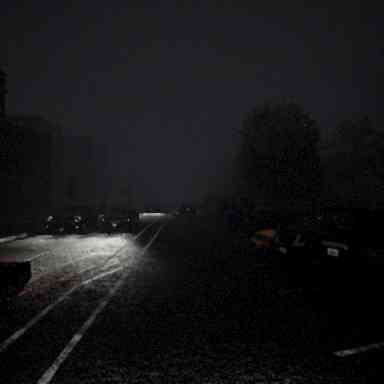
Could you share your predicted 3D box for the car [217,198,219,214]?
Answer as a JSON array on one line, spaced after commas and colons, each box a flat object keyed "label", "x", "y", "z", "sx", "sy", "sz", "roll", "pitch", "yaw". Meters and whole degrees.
[{"label": "car", "x": 4.903, "y": 1.599, "z": 28.082, "sx": 4.553, "sy": 1.767, "sz": 2.185, "roll": 1, "pitch": 0, "yaw": -21}]

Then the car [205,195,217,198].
[{"label": "car", "x": 4.528, "y": 1.689, "z": 45.862, "sx": 4.553, "sy": 1.767, "sz": 2.185, "roll": 1, "pitch": 0, "yaw": -22}]

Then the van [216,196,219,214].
[{"label": "van", "x": 4.933, "y": 1.520, "z": 31.082, "sx": 4.442, "sy": 1.987, "sz": 1.878, "roll": 1, "pitch": -1, "yaw": -21}]

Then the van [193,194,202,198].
[{"label": "van", "x": 3.297, "y": 1.615, "z": 72.495, "sx": 4.442, "sy": 1.987, "sz": 1.878, "roll": 1, "pitch": 0, "yaw": -24}]

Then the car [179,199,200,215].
[{"label": "car", "x": -0.487, "y": 1.862, "z": 37.705, "sx": 1.994, "sy": 1.385, "sz": 4.181, "roll": 0, "pitch": 0, "yaw": -1}]

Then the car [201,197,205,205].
[{"label": "car", "x": 4.383, "y": 1.871, "z": 51.811, "sx": 4.674, "sy": 1.452, "sz": 2.002, "roll": 1, "pitch": 0, "yaw": -22}]

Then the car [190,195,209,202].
[{"label": "car", "x": 2.065, "y": 1.730, "z": 90.312, "sx": 4.553, "sy": 1.767, "sz": 2.185, "roll": 1, "pitch": 0, "yaw": -25}]

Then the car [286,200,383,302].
[{"label": "car", "x": 5.224, "y": 1.300, "z": 7.373, "sx": 5.566, "sy": 2.045, "sz": 2.435, "roll": 1, "pitch": -1, "yaw": -21}]

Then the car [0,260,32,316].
[{"label": "car", "x": -4.308, "y": 1.649, "z": 4.868, "sx": 1.895, "sy": 1.301, "sz": 4.718, "roll": 0, "pitch": -1, "yaw": -1}]

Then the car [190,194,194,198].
[{"label": "car", "x": 3.042, "y": 1.837, "z": 75.433, "sx": 5.366, "sy": 1.575, "sz": 1.946, "roll": 1, "pitch": 0, "yaw": -24}]

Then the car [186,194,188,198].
[{"label": "car", "x": 1.845, "y": 1.862, "z": 93.278, "sx": 4.892, "sy": 1.521, "sz": 2.231, "roll": 1, "pitch": 0, "yaw": -25}]

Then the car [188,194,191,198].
[{"label": "car", "x": 2.606, "y": 1.597, "z": 84.415, "sx": 5.566, "sy": 2.045, "sz": 2.435, "roll": 1, "pitch": 0, "yaw": -25}]

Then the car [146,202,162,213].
[{"label": "car", "x": -4.811, "y": 1.881, "z": 41.202, "sx": 1.994, "sy": 1.385, "sz": 4.181, "roll": 0, "pitch": 0, "yaw": -1}]

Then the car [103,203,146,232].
[{"label": "car", "x": -4.574, "y": 1.693, "z": 21.940, "sx": 2.128, "sy": 1.511, "sz": 4.902, "roll": 0, "pitch": -1, "yaw": -1}]

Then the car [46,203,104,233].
[{"label": "car", "x": -7.353, "y": 1.544, "z": 20.909, "sx": 2.097, "sy": 1.767, "sz": 4.553, "roll": 0, "pitch": 0, "yaw": -1}]

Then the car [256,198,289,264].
[{"label": "car", "x": 5.131, "y": 1.326, "z": 10.299, "sx": 5.566, "sy": 2.045, "sz": 2.435, "roll": 1, "pitch": 0, "yaw": -21}]

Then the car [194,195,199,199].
[{"label": "car", "x": 3.573, "y": 1.883, "z": 69.580, "sx": 4.674, "sy": 1.452, "sz": 2.002, "roll": 1, "pitch": 0, "yaw": -24}]

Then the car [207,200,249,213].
[{"label": "car", "x": 4.633, "y": 1.805, "z": 42.900, "sx": 4.892, "sy": 1.521, "sz": 2.231, "roll": 1, "pitch": 0, "yaw": -21}]

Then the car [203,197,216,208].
[{"label": "car", "x": 4.513, "y": 1.787, "z": 39.860, "sx": 5.366, "sy": 1.575, "sz": 1.946, "roll": 1, "pitch": 0, "yaw": -21}]

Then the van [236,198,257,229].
[{"label": "van", "x": 5.121, "y": 1.433, "z": 19.240, "sx": 4.442, "sy": 1.987, "sz": 1.878, "roll": 1, "pitch": -1, "yaw": -21}]

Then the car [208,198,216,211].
[{"label": "car", "x": 4.909, "y": 1.777, "z": 37.025, "sx": 5.366, "sy": 1.575, "sz": 1.946, "roll": 1, "pitch": -1, "yaw": -21}]

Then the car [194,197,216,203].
[{"label": "car", "x": 3.014, "y": 1.883, "z": 78.473, "sx": 4.674, "sy": 1.452, "sz": 2.002, "roll": 1, "pitch": 0, "yaw": -24}]

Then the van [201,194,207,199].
[{"label": "van", "x": 4.387, "y": 1.612, "z": 54.831, "sx": 4.442, "sy": 1.987, "sz": 1.878, "roll": 1, "pitch": 0, "yaw": -22}]

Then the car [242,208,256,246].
[{"label": "car", "x": 4.943, "y": 1.599, "z": 13.192, "sx": 5.366, "sy": 1.575, "sz": 1.946, "roll": 1, "pitch": 0, "yaw": -21}]

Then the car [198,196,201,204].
[{"label": "car", "x": 4.155, "y": 1.841, "z": 57.751, "sx": 5.008, "sy": 1.535, "sz": 2.097, "roll": 1, "pitch": 0, "yaw": -23}]

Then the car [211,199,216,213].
[{"label": "car", "x": 4.806, "y": 1.791, "z": 34.008, "sx": 4.792, "sy": 1.488, "sz": 2.163, "roll": 1, "pitch": -1, "yaw": -21}]

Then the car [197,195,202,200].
[{"label": "car", "x": 4.206, "y": 1.843, "z": 60.790, "sx": 5.366, "sy": 1.575, "sz": 1.946, "roll": 1, "pitch": 0, "yaw": -23}]

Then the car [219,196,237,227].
[{"label": "car", "x": 4.998, "y": 1.431, "z": 22.165, "sx": 5.566, "sy": 2.045, "sz": 2.435, "roll": 1, "pitch": -1, "yaw": -21}]
